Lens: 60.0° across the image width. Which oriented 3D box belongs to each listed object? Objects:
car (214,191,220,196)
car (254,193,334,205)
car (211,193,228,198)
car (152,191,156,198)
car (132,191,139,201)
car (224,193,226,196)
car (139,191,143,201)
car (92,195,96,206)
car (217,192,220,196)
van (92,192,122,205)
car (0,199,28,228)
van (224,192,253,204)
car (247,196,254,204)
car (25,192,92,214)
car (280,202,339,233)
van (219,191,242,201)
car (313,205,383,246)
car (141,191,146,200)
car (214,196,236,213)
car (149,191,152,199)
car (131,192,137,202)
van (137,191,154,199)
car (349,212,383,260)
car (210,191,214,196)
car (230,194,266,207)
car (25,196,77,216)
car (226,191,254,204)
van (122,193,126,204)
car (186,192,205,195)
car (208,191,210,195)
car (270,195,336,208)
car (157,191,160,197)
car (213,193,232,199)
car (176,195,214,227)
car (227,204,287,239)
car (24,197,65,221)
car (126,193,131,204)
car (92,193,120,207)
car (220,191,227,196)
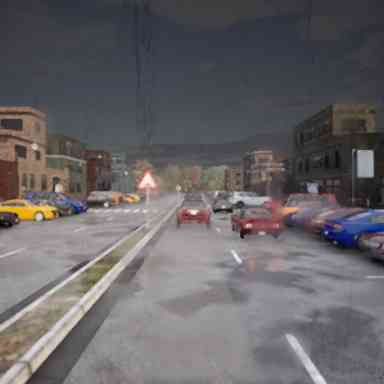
[{"bbox_3d":[7.460,1.133,65.201,5.366,1.575,1.946,0,0,0],"label":"car"},{"bbox_3d":[7.614,1.126,23.834,5.566,2.045,2.435,0,0,0],"label":"car"},{"bbox_3d":[7.644,1.056,92.773,4.674,1.452,2.002,0,0,0],"label":"car"},{"bbox_3d":[-12.526,0.772,83.229,5.566,2.045,2.435,0,0,0],"label":"car"},{"bbox_3d":[-12.604,1.008,60.997,4.553,1.767,2.185,0,0,0],"label":"car"},{"bbox_3d":[7.638,1.248,48.531,5.008,1.535,2.097,0,0,0],"label":"car"},{"bbox_3d":[-12.566,1.116,63.779,5.008,1.535,2.097,0,0,0],"label":"car"},{"bbox_3d":[-12.567,1.331,33.204,4.792,1.488,2.163,0,0,0],"label":"car"},{"bbox_3d":[7.642,1.194,62.444,4.674,1.452,2.002,0,0,0],"label":"car"},{"bbox_3d":[-12.702,0.995,47.100,4.442,1.987,1.878,0,0,0],"label":"van"},{"bbox_3d":[-12.621,1.374,19.190,5.008,1.535,2.097,0,0,0],"label":"car"},{"bbox_3d":[7.528,0.984,54.170,4.442,1.987,1.878,0,0,0],"label":"van"},{"bbox_3d":[7.613,1.384,29.351,4.792,1.488,2.163,0,0,0],"label":"car"},{"bbox_3d":[-12.570,1.065,30.422,5.566,2.045,2.435,0,0,0],"label":"car"},{"bbox_3d":[7.639,1.437,18.450,4.674,1.452,2.002,0,0,0],"label":"car"},{"bbox_3d":[7.762,0.893,67.959,4.442,1.987,1.878,0,0,0],"label":"van"},{"bbox_3d":[7.636,1.418,12.805,5.008,1.535,2.097,0,0,0],"label":"car"},{"bbox_3d":[-12.535,0.958,69.333,4.553,1.767,2.185,0,0,0],"label":"car"},{"bbox_3d":[3.101,1.413,34.614,1.994,1.385,4.181,0,0,0],"label":"car"},{"bbox_3d":[-12.553,1.046,77.672,4.892,1.521,2.231,0,0,0],"label":"car"},{"bbox_3d":[-12.392,1.166,55.439,5.366,1.575,1.946,0,0,0],"label":"car"},{"bbox_3d":[-12.433,0.782,88.787,4.442,1.987,1.878,0,0,0],"label":"van"},{"bbox_3d":[7.644,1.469,10.047,4.674,1.452,2.002,0,0,0],"label":"car"},{"bbox_3d":[7.674,0.823,76.229,5.566,2.045,2.435,0,0,0],"label":"car"},{"bbox_3d":[7.674,1.140,45.774,4.553,1.767,2.185,0,0,0],"label":"car"},{"bbox_3d":[-12.595,1.332,27.645,4.892,1.521,2.231,0,0,0],"label":"car"},{"bbox_3d":[7.672,1.031,43.138,5.566,2.045,2.435,0,0,0],"label":"car"},{"bbox_3d":[-12.699,0.978,49.879,4.442,1.987,1.878,0,0,0],"label":"van"},{"bbox_3d":[0.100,1.038,40.843,2.150,2.045,5.566,0,1,0],"label":"car"},{"bbox_3d":[7.832,1.020,90.015,5.366,1.575,1.946,0,0,0],"label":"car"},{"bbox_3d":[7.611,1.262,21.077,4.553,1.767,2.185,0,0,0],"label":"car"},{"bbox_3d":[-12.518,0.750,91.564,5.566,2.045,2.435,0,0,0],"label":"car"},{"bbox_3d":[7.675,1.070,84.501,4.792,1.488,2.163,0,0,0],"label":"car"},{"bbox_3d":[0.104,1.256,21.763,2.097,1.767,4.553,0,0,0],"label":"car"},{"bbox_3d":[3.102,1.523,16.926,1.895,1.301,4.718,0,0,0],"label":"car"},{"bbox_3d":[-12.609,1.345,24.865,5.008,1.535,2.097,0,0,0],"label":"car"},{"bbox_3d":[-12.582,1.227,52.660,4.674,1.452,2.002,0,0,0],"label":"car"},{"bbox_3d":[-12.581,1.239,44.322,4.892,1.521,2.231,0,0,0],"label":"car"},{"bbox_3d":[7.672,0.978,51.412,5.566,2.045,2.435,0,0,0],"label":"car"}]
